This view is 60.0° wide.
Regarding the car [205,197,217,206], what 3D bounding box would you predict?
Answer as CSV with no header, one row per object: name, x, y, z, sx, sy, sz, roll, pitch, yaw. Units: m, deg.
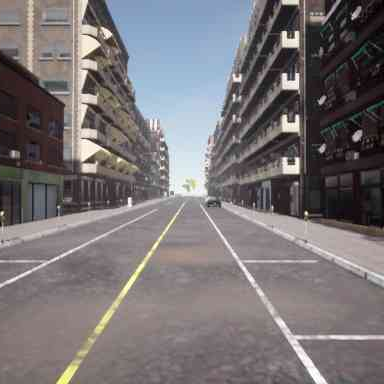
car,3.148,1.518,55.494,1.812,1.442,4.674,0,0,0

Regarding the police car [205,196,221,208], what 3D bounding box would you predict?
police car,3.133,1.414,48.603,1.930,1.638,5.238,0,0,0
